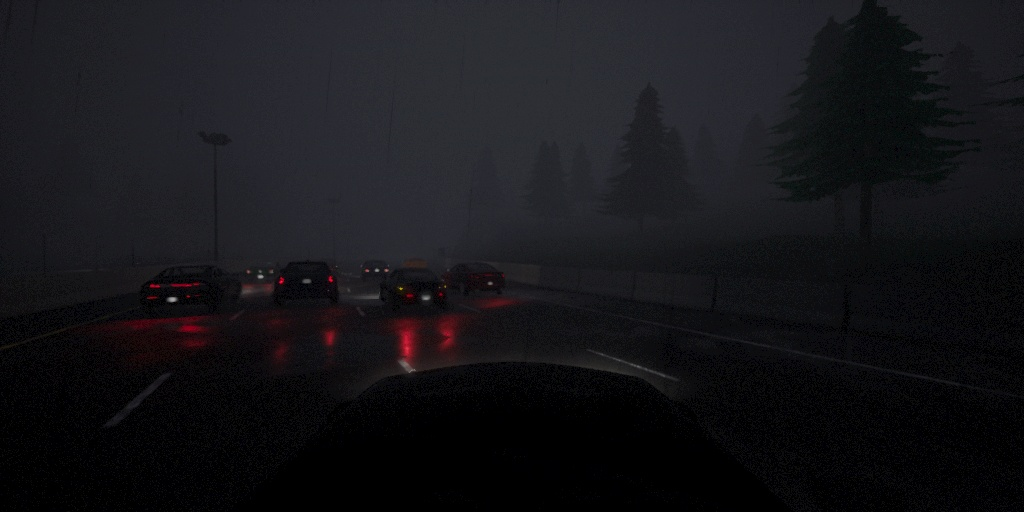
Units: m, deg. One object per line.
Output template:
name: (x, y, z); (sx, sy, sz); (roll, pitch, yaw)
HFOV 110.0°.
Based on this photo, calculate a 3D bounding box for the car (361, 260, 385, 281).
car: (-10.030, 0.989, 26.341); (2.033, 1.411, 5.357); (0, 1, -23)

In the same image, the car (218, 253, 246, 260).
car: (-35.865, 0.687, 46.412); (1.812, 1.442, 4.674); (0, 1, -16)

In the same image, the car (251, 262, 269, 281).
car: (-17.237, 1.041, 25.437); (1.895, 1.301, 4.718); (0, 1, -23)

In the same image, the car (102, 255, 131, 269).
car: (-45.615, 0.686, 42.347); (2.128, 1.511, 4.902); (0, 1, -16)

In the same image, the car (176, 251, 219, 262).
car: (-39.258, 0.387, 45.560); (2.150, 2.045, 5.566); (0, 1, -15)

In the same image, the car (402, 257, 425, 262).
car: (-9.028, 0.840, 33.110); (1.882, 1.535, 5.008); (0, 1, -22)

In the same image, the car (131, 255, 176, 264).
car: (-42.201, 0.739, 43.049); (2.033, 1.411, 5.357); (0, 1, -16)

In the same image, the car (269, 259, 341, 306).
car: (-8.457, 0.929, 15.003); (2.097, 1.767, 4.553); (0, 1, -27)

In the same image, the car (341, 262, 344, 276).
car: (-15.068, 0.922, 29.378); (1.812, 1.442, 4.674); (0, 1, -22)

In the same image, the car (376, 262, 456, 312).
car: (-3.808, 1.128, 13.565); (1.812, 1.442, 4.674); (0, 1, -27)

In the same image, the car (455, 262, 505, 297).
car: (-2.052, 1.033, 17.825); (1.882, 1.535, 5.008); (0, 0, -27)

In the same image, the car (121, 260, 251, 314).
car: (-11.408, 1.087, 13.068); (2.128, 1.511, 4.902); (0, 1, -27)
